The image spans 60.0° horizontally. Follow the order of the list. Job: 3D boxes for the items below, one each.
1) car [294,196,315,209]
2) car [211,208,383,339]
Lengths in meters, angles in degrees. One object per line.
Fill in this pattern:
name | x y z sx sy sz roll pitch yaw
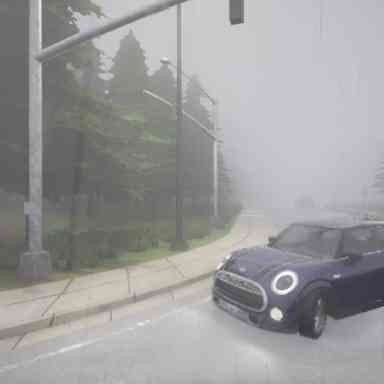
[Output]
car | 15.286 1.352 45.296 2.097 1.767 4.553 0 0 8
car | 2.618 1.357 6.642 4.553 1.767 2.097 0 0 -30
